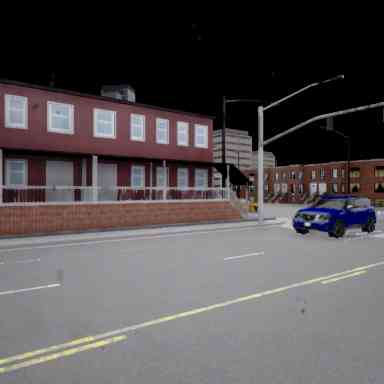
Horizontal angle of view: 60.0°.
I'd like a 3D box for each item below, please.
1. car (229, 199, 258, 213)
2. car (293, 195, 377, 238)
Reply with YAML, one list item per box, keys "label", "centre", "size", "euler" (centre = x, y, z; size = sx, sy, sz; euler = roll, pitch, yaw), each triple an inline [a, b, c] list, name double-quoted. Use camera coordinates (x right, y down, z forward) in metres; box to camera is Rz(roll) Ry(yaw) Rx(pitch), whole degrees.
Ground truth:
- label: "car"
  centre: [5.548, 1.478, 37.304]
  size: [1.882, 1.535, 5.008]
  euler: [0, 0, -36]
- label: "car"
  centre: [7.830, 1.221, 17.907]
  size: [5.566, 2.045, 2.150]
  euler: [0, 1, -38]
